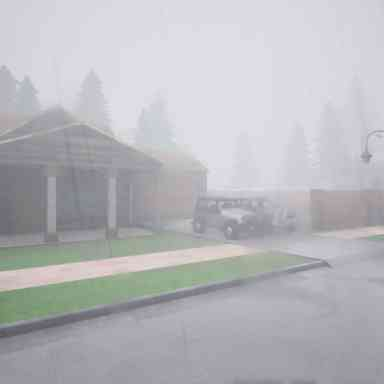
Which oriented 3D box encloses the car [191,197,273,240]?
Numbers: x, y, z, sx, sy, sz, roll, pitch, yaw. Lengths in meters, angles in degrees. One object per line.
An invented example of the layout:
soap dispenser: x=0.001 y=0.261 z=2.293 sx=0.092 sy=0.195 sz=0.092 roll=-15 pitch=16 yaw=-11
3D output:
car: x=1.614 y=1.175 z=15.984 sx=1.905 sy=1.878 sz=3.866 roll=0 pitch=0 yaw=-36

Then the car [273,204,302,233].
car: x=3.434 y=1.173 z=17.762 sx=1.932 sy=1.855 sz=4.605 roll=0 pitch=0 yaw=-36
